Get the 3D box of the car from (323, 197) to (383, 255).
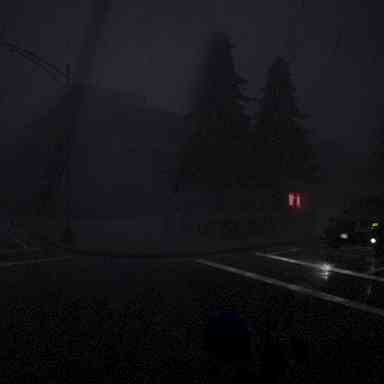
[{"bbox_3d":[7.745,1.248,13.719,5.566,2.045,2.150,0,0,-36],"label":"car"}]
